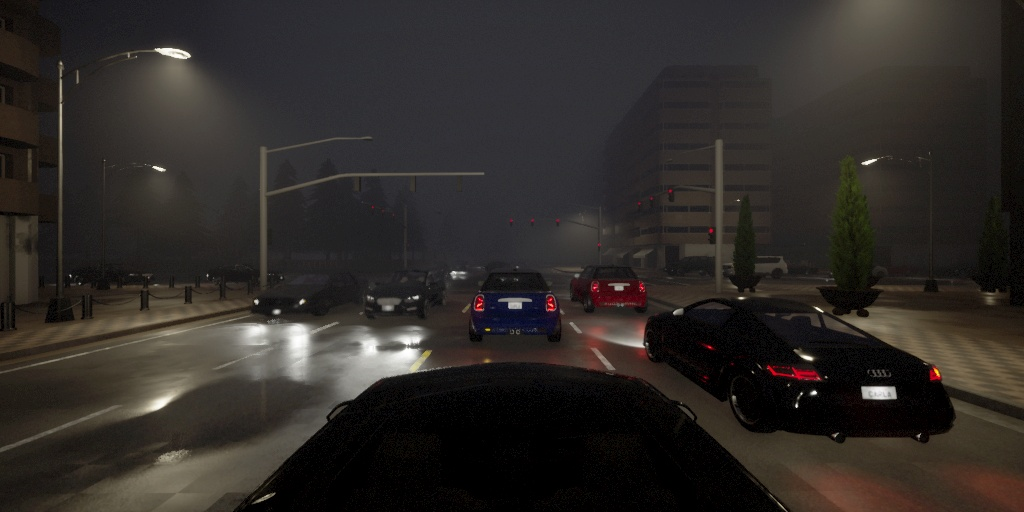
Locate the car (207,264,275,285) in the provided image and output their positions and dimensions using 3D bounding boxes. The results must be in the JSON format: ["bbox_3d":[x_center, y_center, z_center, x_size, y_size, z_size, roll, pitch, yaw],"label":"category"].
[{"bbox_3d":[-18.988,1.296,25.704,4.902,1.511,2.128,0,0,0],"label":"car"}]

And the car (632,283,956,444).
[{"bbox_3d":[3.608,1.314,5.531,1.994,1.385,4.181,0,0,0],"label":"car"}]

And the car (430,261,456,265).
[{"bbox_3d":[-7.024,1.278,34.272,2.128,1.511,4.902,0,0,0],"label":"car"}]

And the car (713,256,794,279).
[{"bbox_3d":[22.178,1.026,33.051,5.566,2.045,2.150,0,0,0],"label":"car"}]

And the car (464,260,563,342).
[{"bbox_3d":[0.085,1.102,9.945,2.097,1.767,4.553,0,0,0],"label":"car"}]

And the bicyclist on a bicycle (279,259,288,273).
[{"bbox_3d":[-25.600,1.105,40.164,0.582,1.620,1.656,0,0,0],"label":"bicyclist on a bicycle"}]

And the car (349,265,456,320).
[{"bbox_3d":[-3.579,1.241,12.811,2.128,1.511,4.902,0,0,0],"label":"car"}]

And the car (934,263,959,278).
[{"bbox_3d":[42.139,1.282,33.101,5.008,1.535,1.882,0,0,0],"label":"car"}]

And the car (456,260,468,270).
[{"bbox_3d":[-6.857,1.240,48.374,2.128,1.511,4.902,0,0,2],"label":"car"}]

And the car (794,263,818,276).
[{"bbox_3d":[28.192,1.405,36.571,4.718,1.301,1.895,0,0,0],"label":"car"}]

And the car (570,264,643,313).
[{"bbox_3d":[3.609,1.102,14.172,2.097,1.767,4.553,0,0,0],"label":"car"}]

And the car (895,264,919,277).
[{"bbox_3d":[38.238,1.405,36.598,4.718,1.301,1.895,0,0,0],"label":"car"}]

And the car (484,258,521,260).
[{"bbox_3d":[-1.290,1.257,36.369,1.882,1.535,5.008,-1,0,-26],"label":"car"}]

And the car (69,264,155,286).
[{"bbox_3d":[-28.522,1.296,25.671,4.902,1.511,2.128,0,0,0],"label":"car"}]

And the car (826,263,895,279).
[{"bbox_3d":[31.815,1.330,33.081,4.674,1.442,1.812,0,0,0],"label":"car"}]

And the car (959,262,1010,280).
[{"bbox_3d":[40.552,1.282,29.414,5.008,1.535,1.882,0,0,0],"label":"car"}]

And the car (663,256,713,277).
[{"bbox_3d":[18.432,1.027,36.537,5.566,2.045,2.150,0,0,0],"label":"car"}]

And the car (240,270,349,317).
[{"bbox_3d":[-7.078,1.297,13.440,2.033,1.411,5.357,0,0,0],"label":"car"}]
